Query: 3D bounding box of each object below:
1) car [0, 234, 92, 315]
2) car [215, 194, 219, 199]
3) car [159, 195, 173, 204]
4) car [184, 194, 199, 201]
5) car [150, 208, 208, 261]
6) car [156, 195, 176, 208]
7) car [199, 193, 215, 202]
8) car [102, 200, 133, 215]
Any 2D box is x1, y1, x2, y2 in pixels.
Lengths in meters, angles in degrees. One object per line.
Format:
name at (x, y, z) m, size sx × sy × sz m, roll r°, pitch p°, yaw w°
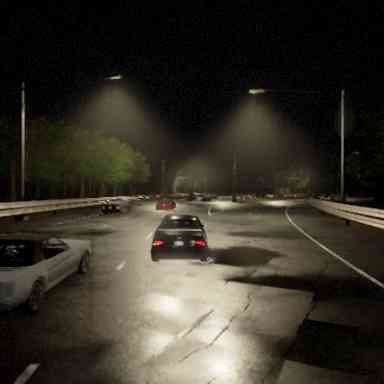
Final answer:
car at (-3.745, 1.578, 7.411) m, size 1.895 × 1.301 × 4.718 m, roll 0°, pitch 0°, yaw -1°
car at (6.201, 1.291, 91.140) m, size 1.994 × 1.385 × 4.181 m, roll 0°, pitch 0°, yaw 10°
car at (-4.857, 1.340, 62.086) m, size 1.812 × 1.442 × 4.674 m, roll 0°, pitch 0°, yaw 6°
car at (-0.015, 1.290, 73.649) m, size 1.837 × 1.490 × 4.892 m, roll 0°, pitch 0°, yaw 8°
car at (-0.387, 1.529, 12.091) m, size 2.033 × 1.411 × 5.357 m, roll 0°, pitch 0°, yaw 0°
car at (-3.055, 1.454, 40.085) m, size 1.994 × 1.385 × 4.181 m, roll 0°, pitch 0°, yaw 3°
car at (3.259, 1.360, 71.756) m, size 1.994 × 1.385 × 4.181 m, roll 0°, pitch 0°, yaw 8°
car at (-7.144, 1.444, 32.240) m, size 2.033 × 1.411 × 5.357 m, roll 0°, pitch 0°, yaw 3°
